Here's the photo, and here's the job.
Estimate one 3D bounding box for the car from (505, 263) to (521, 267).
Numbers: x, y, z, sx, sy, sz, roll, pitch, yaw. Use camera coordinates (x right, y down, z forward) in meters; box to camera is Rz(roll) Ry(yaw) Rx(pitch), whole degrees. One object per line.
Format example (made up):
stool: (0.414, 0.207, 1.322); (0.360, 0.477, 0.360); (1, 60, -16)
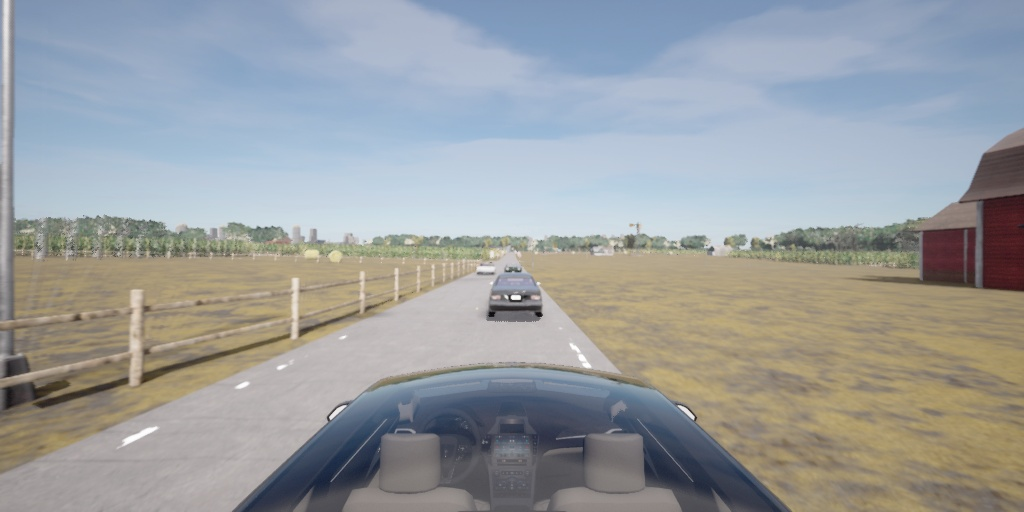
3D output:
car: (0.128, 1.385, 39.395); (1.895, 1.301, 4.718); (0, 0, 0)

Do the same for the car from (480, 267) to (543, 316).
car: (0.115, 1.322, 13.479); (2.033, 1.411, 5.357); (0, 0, 0)

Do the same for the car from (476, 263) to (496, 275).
car: (-2.734, 1.371, 38.667); (1.895, 1.301, 4.718); (0, 0, 0)
